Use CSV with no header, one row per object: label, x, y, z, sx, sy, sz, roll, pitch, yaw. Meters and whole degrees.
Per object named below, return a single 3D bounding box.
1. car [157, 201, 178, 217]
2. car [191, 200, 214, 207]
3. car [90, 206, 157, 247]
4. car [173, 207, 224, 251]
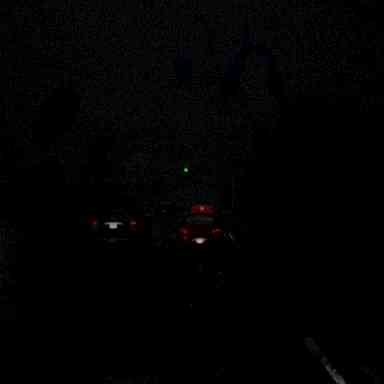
car,-2.453,1.622,33.224,1.882,1.535,5.008,0,0,3
car,0.978,1.490,31.559,2.097,1.767,4.553,0,0,2
car,-3.118,1.420,15.549,2.097,1.767,4.553,0,0,2
car,0.346,1.589,14.292,1.812,1.442,4.674,0,0,1
